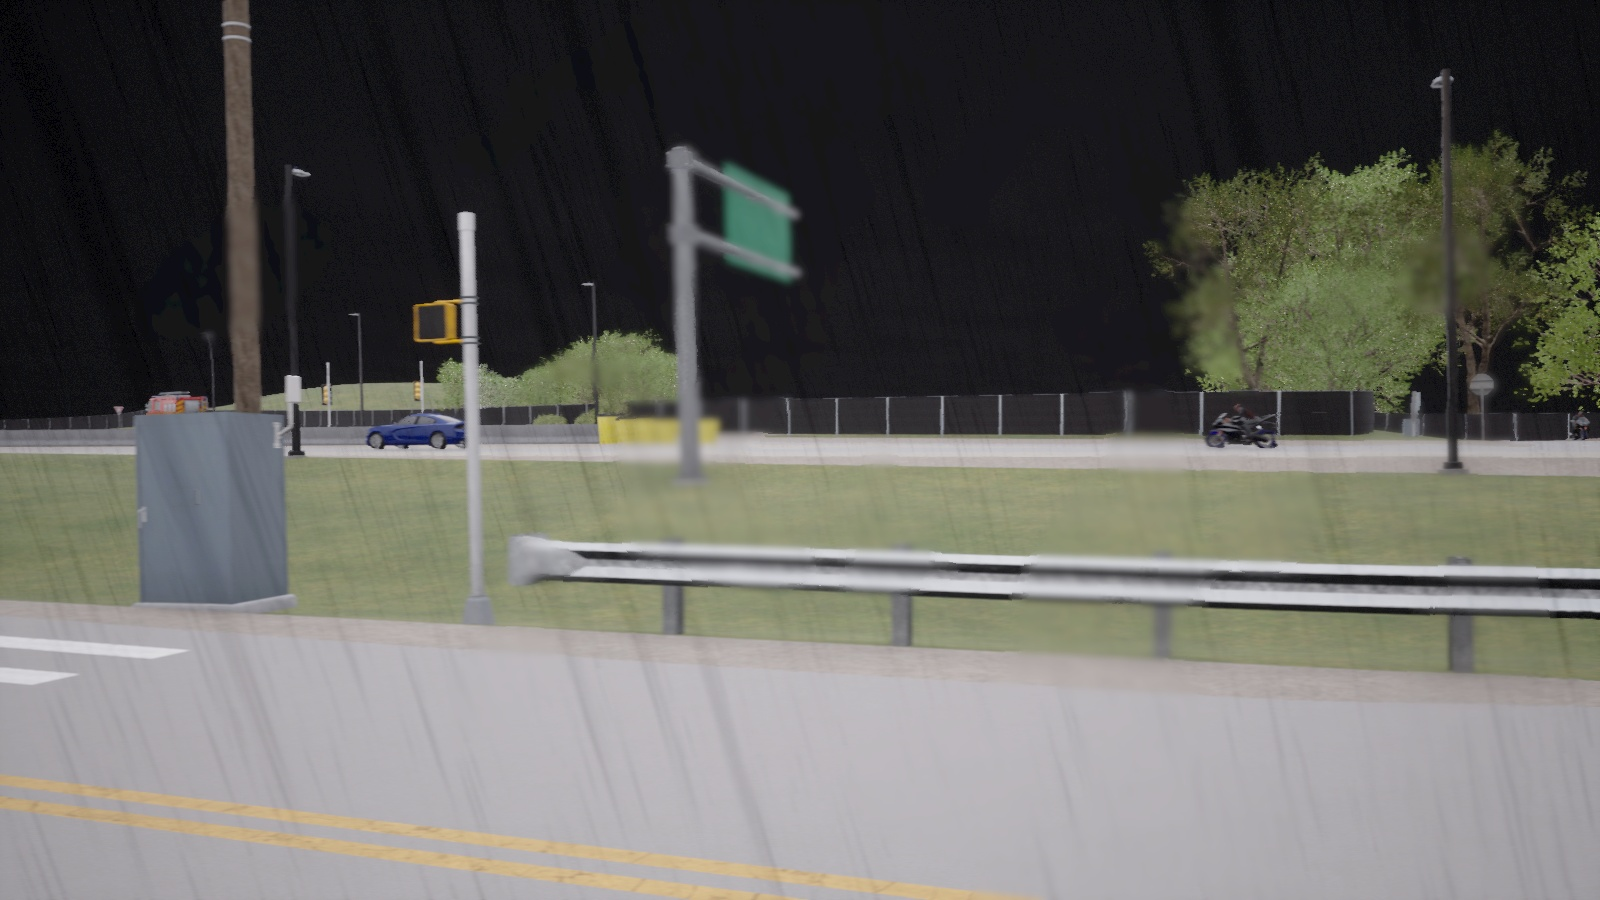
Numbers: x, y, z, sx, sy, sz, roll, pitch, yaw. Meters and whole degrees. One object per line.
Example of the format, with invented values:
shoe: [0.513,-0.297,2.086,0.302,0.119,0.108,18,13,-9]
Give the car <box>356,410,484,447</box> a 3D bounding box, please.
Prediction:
car: [-15.996,-0.906,52.913,5.008,1.535,1.882,0,1,19]

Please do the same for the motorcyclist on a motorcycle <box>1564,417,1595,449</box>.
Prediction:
motorcyclist on a motorcycle: [39.353,-0.847,63.429,0.866,1.530,2.191,0,0,18]

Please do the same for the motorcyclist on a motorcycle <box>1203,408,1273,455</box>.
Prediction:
motorcyclist on a motorcycle: [14.712,-0.630,42.158,2.191,1.530,0.866,0,1,20]
